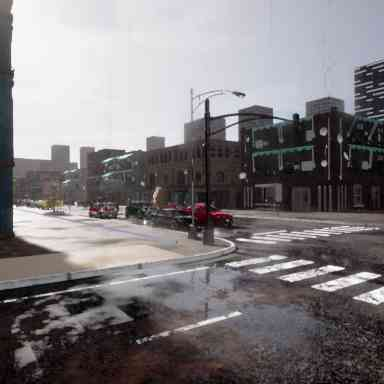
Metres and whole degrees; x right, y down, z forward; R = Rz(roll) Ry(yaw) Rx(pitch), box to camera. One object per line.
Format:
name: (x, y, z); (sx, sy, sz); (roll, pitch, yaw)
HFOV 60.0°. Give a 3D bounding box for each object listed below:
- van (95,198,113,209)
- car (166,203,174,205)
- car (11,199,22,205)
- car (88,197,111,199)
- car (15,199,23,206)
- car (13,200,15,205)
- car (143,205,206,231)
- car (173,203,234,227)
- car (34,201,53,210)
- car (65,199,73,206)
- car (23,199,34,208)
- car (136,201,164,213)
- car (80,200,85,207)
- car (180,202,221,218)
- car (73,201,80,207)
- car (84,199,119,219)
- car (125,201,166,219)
van: (-15.207, 1.907, 57.420); (1.690, 1.788, 3.998); (-1, 0, -35)
car: (-2.402, 1.904, 39.355); (1.802, 1.307, 4.206); (-2, 0, -35)
car: (-44.439, 2.598, 84.188); (1.887, 1.381, 4.507); (-1, 0, -35)
car: (-11.044, 1.678, 41.567); (2.150, 2.045, 5.566); (-1, 0, -35)
car: (-38.042, 2.380, 75.155); (1.967, 1.590, 4.097); (-1, 0, -35)
car: (-41.240, 2.548, 79.672); (2.008, 1.369, 4.403); (-1, 0, -35)
car: (-1.315, 1.815, 23.116); (1.947, 1.339, 4.313); (-1, 0, -35)
car: (0.964, 1.698, 24.602); (1.882, 1.535, 5.008); (-1, 0, -35)
car: (-25.141, 2.233, 56.951); (1.752, 1.417, 4.829); (-1, 0, -35)
car: (-28.003, 2.364, 75.486); (1.947, 1.339, 4.313); (-1, 0, -35)
car: (-31.640, 2.376, 66.123); (2.008, 1.369, 4.403); (-1, 0, -35)
car: (-5.601, 1.966, 43.871); (1.802, 1.307, 4.206); (-1, 0, -35)
car: (-18.408, 1.940, 61.936); (2.192, 1.841, 5.009); (-1, 0, -35)
car: (0.797, 1.810, 34.839); (2.008, 1.369, 4.403); (-2, 0, -35)
car: (-21.603, 2.228, 66.453); (1.887, 1.381, 4.507); (-1, 0, -35)
car: (-9.242, 1.847, 34.508); (1.967, 1.590, 4.097); (-1, 0, -35)
car: (-4.897, 1.689, 32.875); (2.097, 1.767, 4.553); (-1, 0, -35)
